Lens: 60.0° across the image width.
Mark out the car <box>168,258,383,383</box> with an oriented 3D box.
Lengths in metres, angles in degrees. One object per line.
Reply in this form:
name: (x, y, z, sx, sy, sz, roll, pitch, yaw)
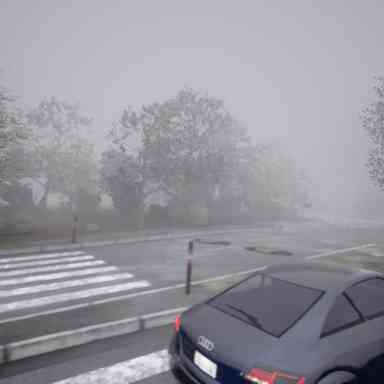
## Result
car: (1.808, 1.581, 4.192, 4.181, 1.385, 1.994, 0, -1, -33)
